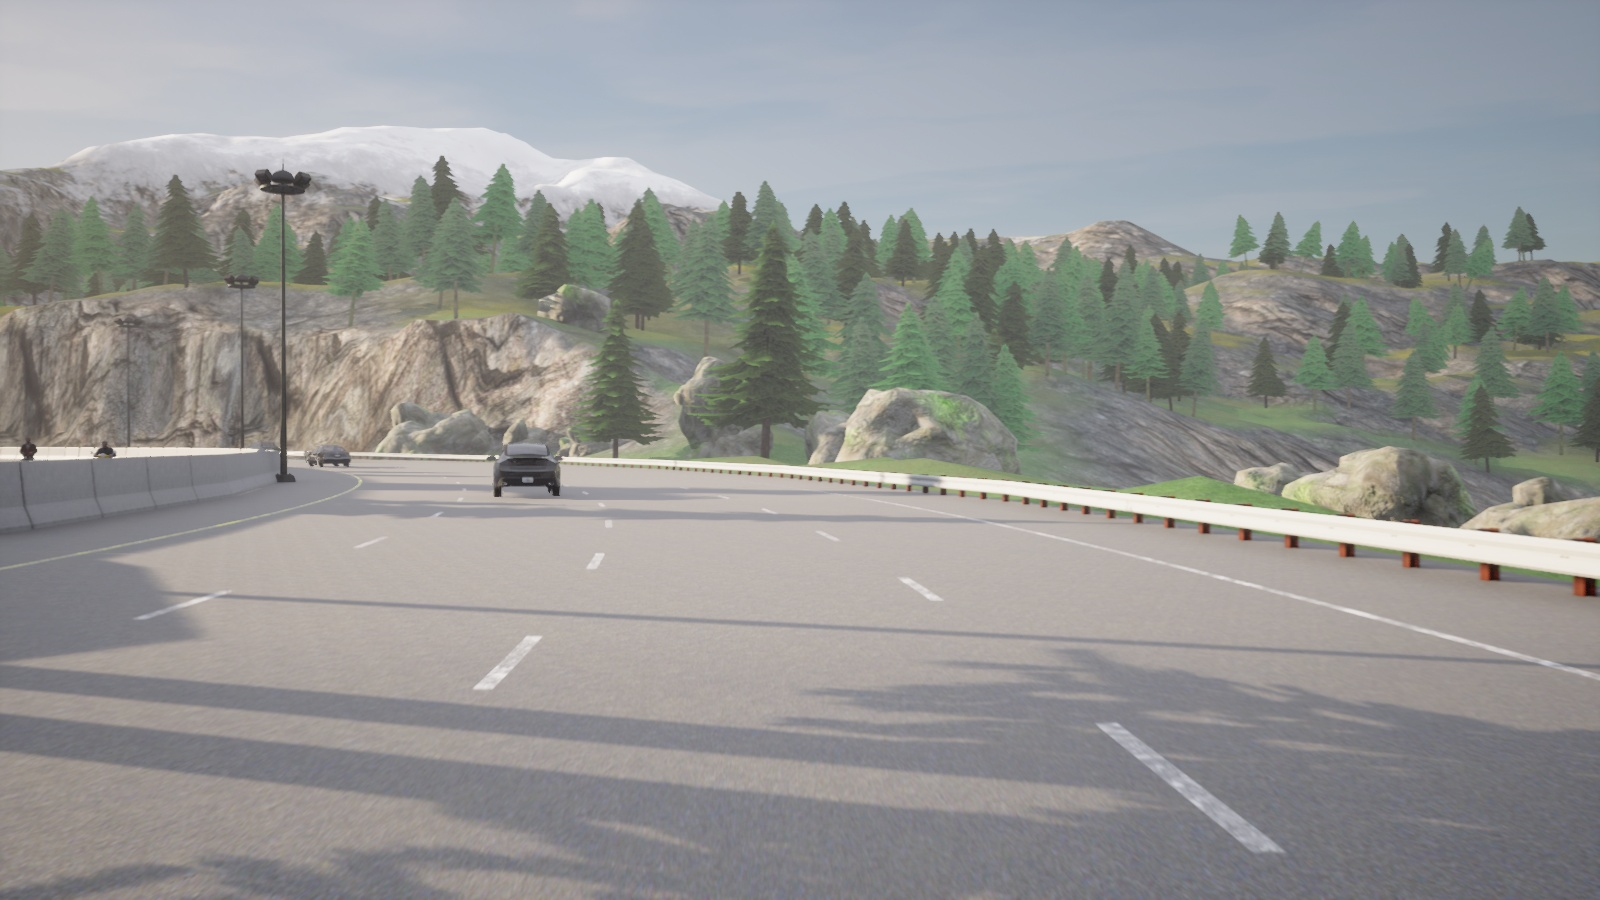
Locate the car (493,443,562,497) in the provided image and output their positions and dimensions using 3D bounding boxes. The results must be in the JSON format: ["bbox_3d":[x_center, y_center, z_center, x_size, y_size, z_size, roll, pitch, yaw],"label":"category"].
[{"bbox_3d":[-8.087,0.539,36.964,1.837,1.490,4.892,0,0,-14],"label":"car"}]

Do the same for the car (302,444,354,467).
[{"bbox_3d":[-30.150,0.327,80.185,2.033,1.411,5.357,0,0,-33],"label":"car"}]
